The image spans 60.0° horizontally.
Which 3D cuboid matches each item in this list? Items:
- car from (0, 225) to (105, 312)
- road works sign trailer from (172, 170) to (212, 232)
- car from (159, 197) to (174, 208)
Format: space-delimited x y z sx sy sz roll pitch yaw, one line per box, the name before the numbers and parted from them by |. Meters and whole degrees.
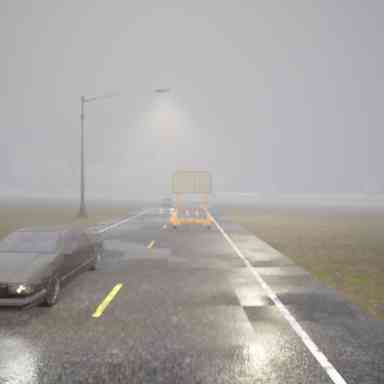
car | -3.603 1.552 8.181 2.033 1.411 5.357 0 0 0
road works sign trailer | -0.006 0.477 20.406 2.380 3.560 2.880 0 0 0
car | -3.594 1.535 48.221 1.837 1.490 4.892 0 0 0
